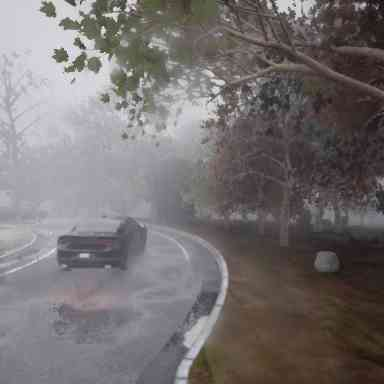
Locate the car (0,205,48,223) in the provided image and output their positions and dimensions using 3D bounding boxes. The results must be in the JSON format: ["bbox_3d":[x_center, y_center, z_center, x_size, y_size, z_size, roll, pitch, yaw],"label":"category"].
[{"bbox_3d":[-13.622,1.650,25.577,4.718,1.301,1.895,0,0,20],"label":"car"}]

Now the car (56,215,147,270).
[{"bbox_3d":[-2.719,1.496,11.080,1.882,1.535,5.008,1,0,1],"label":"car"}]
